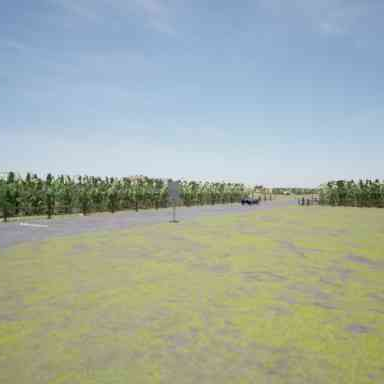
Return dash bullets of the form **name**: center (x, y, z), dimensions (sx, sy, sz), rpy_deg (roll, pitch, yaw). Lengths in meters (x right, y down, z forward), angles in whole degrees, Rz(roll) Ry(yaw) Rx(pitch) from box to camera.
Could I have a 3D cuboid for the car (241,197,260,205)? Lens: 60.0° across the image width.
- **car**: center (10.036, 1.572, 56.944), dimensions (1.895, 1.301, 4.718), rpy_deg (0, 0, 31)
